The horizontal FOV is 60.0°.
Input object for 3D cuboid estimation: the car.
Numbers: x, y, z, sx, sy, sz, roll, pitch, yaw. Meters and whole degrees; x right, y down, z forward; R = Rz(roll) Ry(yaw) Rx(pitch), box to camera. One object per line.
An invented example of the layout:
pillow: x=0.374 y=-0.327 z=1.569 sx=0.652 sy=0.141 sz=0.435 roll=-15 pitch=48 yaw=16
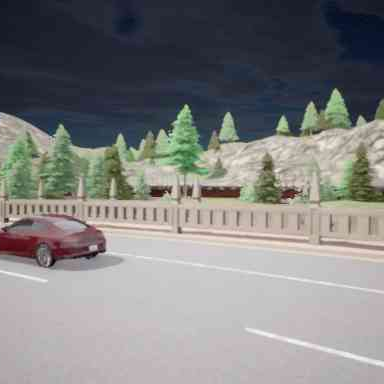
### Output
car: x=-4.862 y=1.453 z=10.840 sx=4.674 sy=1.442 sz=1.812 roll=0 pitch=0 yaw=30
